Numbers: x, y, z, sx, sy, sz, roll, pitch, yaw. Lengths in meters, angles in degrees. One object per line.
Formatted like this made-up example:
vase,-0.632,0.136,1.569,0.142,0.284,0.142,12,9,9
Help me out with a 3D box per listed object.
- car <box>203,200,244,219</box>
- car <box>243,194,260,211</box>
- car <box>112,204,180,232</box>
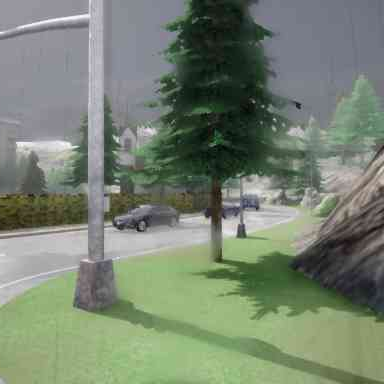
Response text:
car,2.693,1.601,29.146,1.895,1.301,4.718,0,0,26
car,7.369,1.223,41.882,2.150,2.045,5.566,0,0,14
car,-2.684,1.505,20.357,1.837,1.490,4.892,0,0,35
